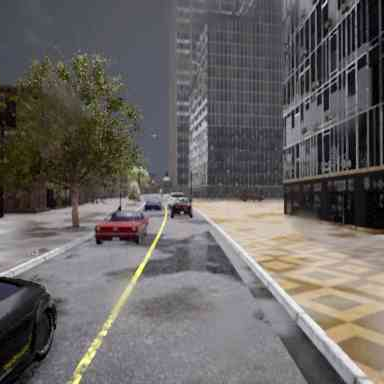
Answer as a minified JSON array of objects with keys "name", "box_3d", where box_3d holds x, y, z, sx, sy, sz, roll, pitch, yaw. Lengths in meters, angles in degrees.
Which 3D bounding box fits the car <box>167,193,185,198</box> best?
[{"name":"car","box_3d":[-2.081,1.137,44.953,2.150,2.045,5.566,0,0,-6]}]

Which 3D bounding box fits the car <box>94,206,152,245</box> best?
[{"name":"car","box_3d":[-3.153,1.572,15.617,1.895,1.301,4.718,0,0,-2]}]

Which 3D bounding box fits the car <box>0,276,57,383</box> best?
[{"name":"car","box_3d":[-2.904,1.557,3.074,1.994,1.385,4.181,0,0,0]}]

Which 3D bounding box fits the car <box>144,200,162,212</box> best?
[{"name":"car","box_3d":[-4.298,1.527,37.213,1.895,1.301,4.718,0,0,-4]}]

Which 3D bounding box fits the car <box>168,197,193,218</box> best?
[{"name":"car","box_3d":[-0.959,1.450,29.939,1.837,1.490,4.892,0,0,-3]}]

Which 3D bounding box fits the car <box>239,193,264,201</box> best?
[{"name":"car","box_3d":[11.933,1.072,66.542,5.009,1.841,2.192,0,-1,13]}]
